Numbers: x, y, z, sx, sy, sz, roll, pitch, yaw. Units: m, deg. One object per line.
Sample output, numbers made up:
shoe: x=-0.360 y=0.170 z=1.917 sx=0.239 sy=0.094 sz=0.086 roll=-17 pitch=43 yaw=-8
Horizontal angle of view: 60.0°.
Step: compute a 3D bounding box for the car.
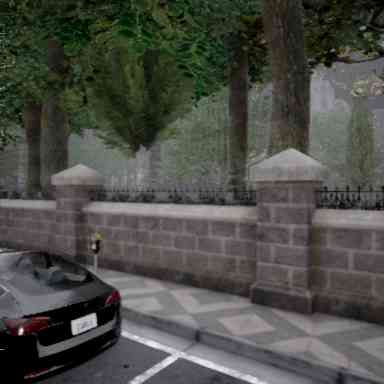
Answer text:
car: x=-2.935 y=1.554 z=5.056 sx=4.313 sy=1.339 sz=1.947 roll=0 pitch=0 yaw=35
